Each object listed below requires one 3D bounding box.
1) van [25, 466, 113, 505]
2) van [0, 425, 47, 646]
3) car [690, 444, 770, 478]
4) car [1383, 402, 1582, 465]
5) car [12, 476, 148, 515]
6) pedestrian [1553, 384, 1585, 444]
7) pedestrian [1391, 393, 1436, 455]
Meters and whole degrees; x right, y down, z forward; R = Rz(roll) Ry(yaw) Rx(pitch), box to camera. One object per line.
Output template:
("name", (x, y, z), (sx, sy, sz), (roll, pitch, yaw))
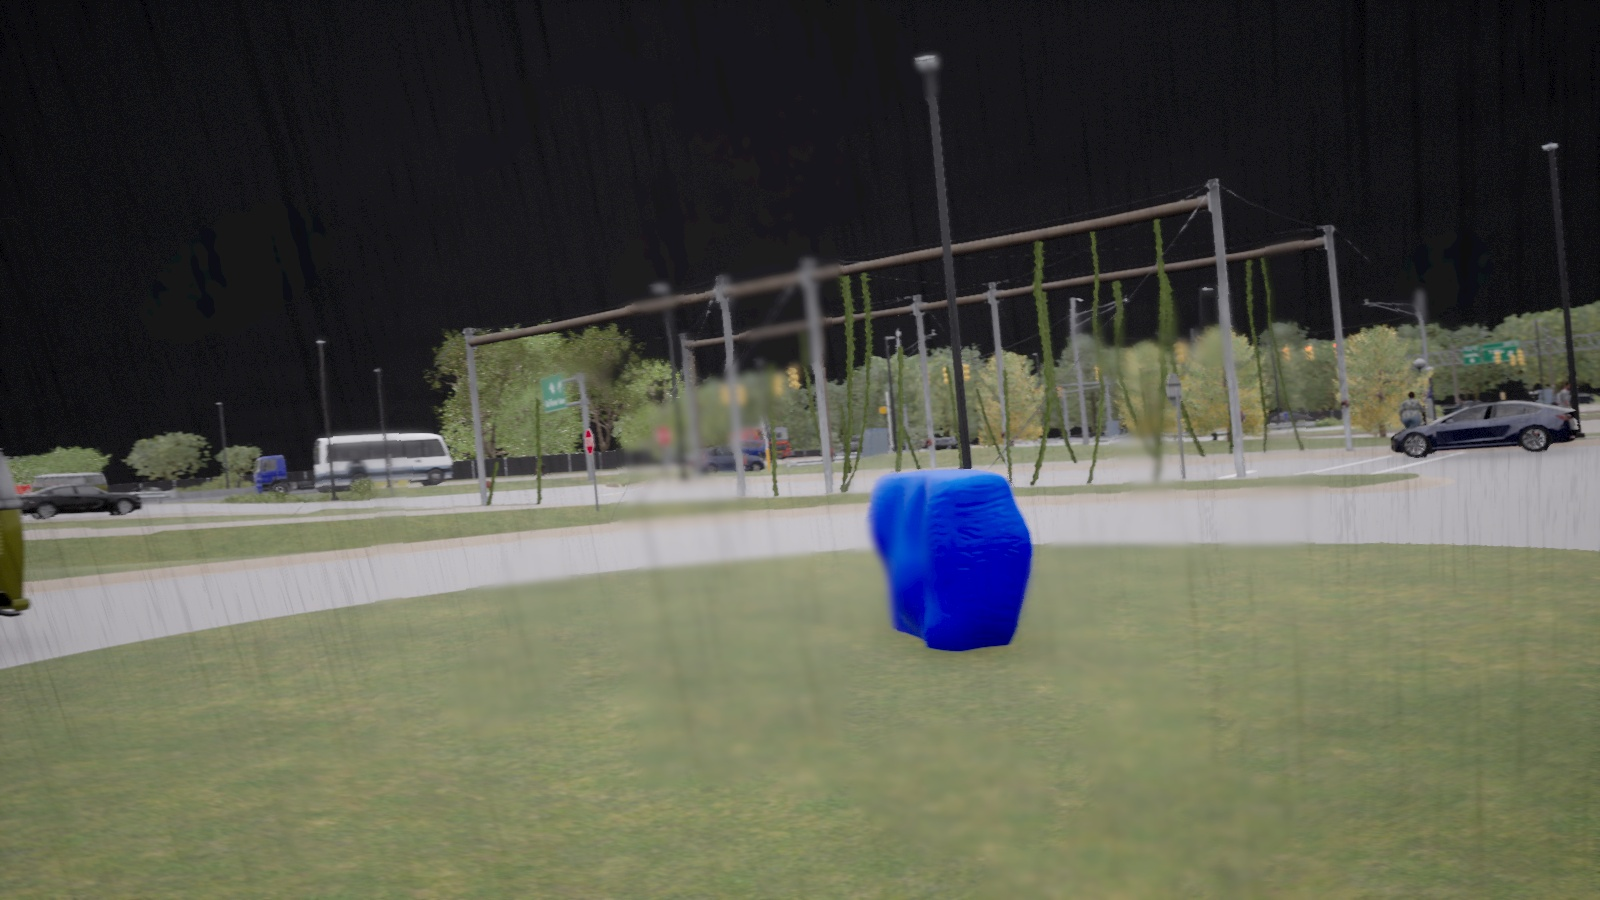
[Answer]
("van", (-40.838, 1.980, 70.167), (4.442, 1.987, 1.775), (-2, 1, 21))
("van", (-8.387, 0.811, 9.743), (1.775, 1.987, 4.442), (-3, 0, 11))
("car", (-3.922, 0.602, 70.225), (3.988, 1.617, 1.851), (-3, -1, -30))
("car", (19.742, -0.460, 36.391), (4.792, 1.488, 2.163), (-3, 1, 35))
("car", (-32.338, 2.016, 56.484), (5.008, 1.535, 1.882), (-1, -1, -40))
("pedestrian", (24.449, -1.148, 39.905), (0.706, 1.836, 0.354), (-5, 0, 36))
("pedestrian", (19.620, -0.830, 40.151), (0.900, 1.855, 0.874), (-5, 0, -43))
